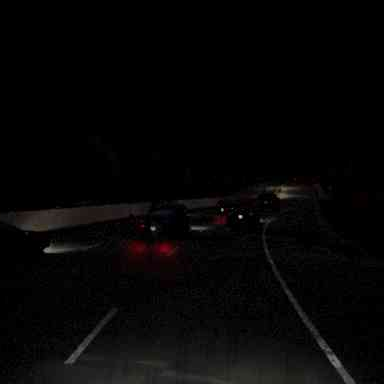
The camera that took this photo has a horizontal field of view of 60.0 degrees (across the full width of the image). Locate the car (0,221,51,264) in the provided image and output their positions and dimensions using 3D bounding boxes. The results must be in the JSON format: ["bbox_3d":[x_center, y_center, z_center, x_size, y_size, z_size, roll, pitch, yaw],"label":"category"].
[{"bbox_3d":[-6.245,1.518,9.562,2.033,1.411,5.357,0,0,6],"label":"car"}]

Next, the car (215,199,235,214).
[{"bbox_3d":[3.759,1.483,34.711,1.837,1.490,4.892,0,0,19],"label":"car"}]

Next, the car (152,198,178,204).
[{"bbox_3d":[-2.038,1.317,28.529,2.097,1.767,4.553,0,0,17],"label":"car"}]

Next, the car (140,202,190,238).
[{"bbox_3d":[-1.348,1.504,17.665,1.812,1.442,4.674,0,0,11],"label":"car"}]

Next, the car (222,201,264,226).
[{"bbox_3d":[3.651,1.553,23.219,1.994,1.385,4.181,0,0,16],"label":"car"}]

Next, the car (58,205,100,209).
[{"bbox_3d":[-9.270,1.419,29.649,1.882,1.535,5.008,0,0,18],"label":"car"}]

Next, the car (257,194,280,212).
[{"bbox_3d":[8.898,1.212,38.714,2.150,2.045,5.566,0,0,20],"label":"car"}]

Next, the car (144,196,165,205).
[{"bbox_3d":[-6.499,1.448,58.280,1.812,1.442,4.674,0,0,20],"label":"car"}]
